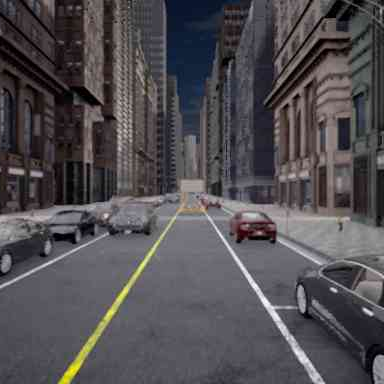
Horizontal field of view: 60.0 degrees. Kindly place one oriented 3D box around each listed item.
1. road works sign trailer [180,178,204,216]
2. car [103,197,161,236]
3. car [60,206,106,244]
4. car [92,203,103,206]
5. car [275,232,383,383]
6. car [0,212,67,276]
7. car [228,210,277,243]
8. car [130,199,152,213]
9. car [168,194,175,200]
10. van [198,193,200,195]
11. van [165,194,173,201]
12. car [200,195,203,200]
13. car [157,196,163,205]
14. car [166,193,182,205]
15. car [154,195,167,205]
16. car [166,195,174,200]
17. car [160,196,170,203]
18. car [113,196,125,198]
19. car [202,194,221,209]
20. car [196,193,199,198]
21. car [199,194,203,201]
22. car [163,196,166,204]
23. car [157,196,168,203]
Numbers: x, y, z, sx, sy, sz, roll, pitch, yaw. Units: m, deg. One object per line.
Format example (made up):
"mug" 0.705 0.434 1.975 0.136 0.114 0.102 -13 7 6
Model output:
"road works sign trailer" -0.015 0.446 32.506 2.380 3.560 2.880 0 0 0
"car" -3.108 1.342 18.293 2.097 1.767 4.553 0 0 0
"car" -5.767 1.557 15.808 1.947 1.339 4.313 0 0 0
"car" -5.769 1.428 21.409 1.967 1.590 4.097 0 0 0
"car" 2.764 1.548 4.612 2.008 1.369 4.403 0 0 0
"car" -5.764 1.545 10.206 2.008 1.369 4.403 0 0 0
"car" 2.758 1.536 15.817 1.887 1.381 4.507 0 0 0
"car" -5.777 1.524 38.215 1.887 1.381 4.507 0 0 0
"car" -5.803 1.398 94.233 1.967 1.590 4.097 0 0 0
"van" 2.733 1.307 71.838 1.690 1.788 3.998 0 0 0
"van" -5.798 1.303 83.029 1.690 1.788 3.998 0 0 0
"car" 2.740 1.498 55.202 1.752 1.417 4.829 0 0 0
"car" -5.783 1.557 49.418 1.802 1.307 4.206 0 0 0
"car" -3.078 1.475 59.021 1.837 1.490 4.892 0 0 0
"car" -5.787 1.410 60.622 1.967 1.590 4.097 0 0 0
"car" -5.801 1.541 88.631 1.802 1.307 4.206 0 0 0
"car" -5.793 1.510 71.826 1.887 1.381 4.507 0 0 0
"car" -5.771 1.300 27.011 2.192 1.841 5.009 0 0 0
"car" 2.746 1.417 43.827 1.967 1.590 4.097 0 0 0
"car" 2.727 1.506 83.043 1.887 1.381 4.507 0 0 0
"car" 2.737 1.515 60.634 1.887 1.381 4.507 0 0 0
"car" -5.785 1.498 54.850 1.752 1.417 4.829 0 0 0
"car" -5.790 1.513 66.223 1.887 1.381 4.507 0 0 0
